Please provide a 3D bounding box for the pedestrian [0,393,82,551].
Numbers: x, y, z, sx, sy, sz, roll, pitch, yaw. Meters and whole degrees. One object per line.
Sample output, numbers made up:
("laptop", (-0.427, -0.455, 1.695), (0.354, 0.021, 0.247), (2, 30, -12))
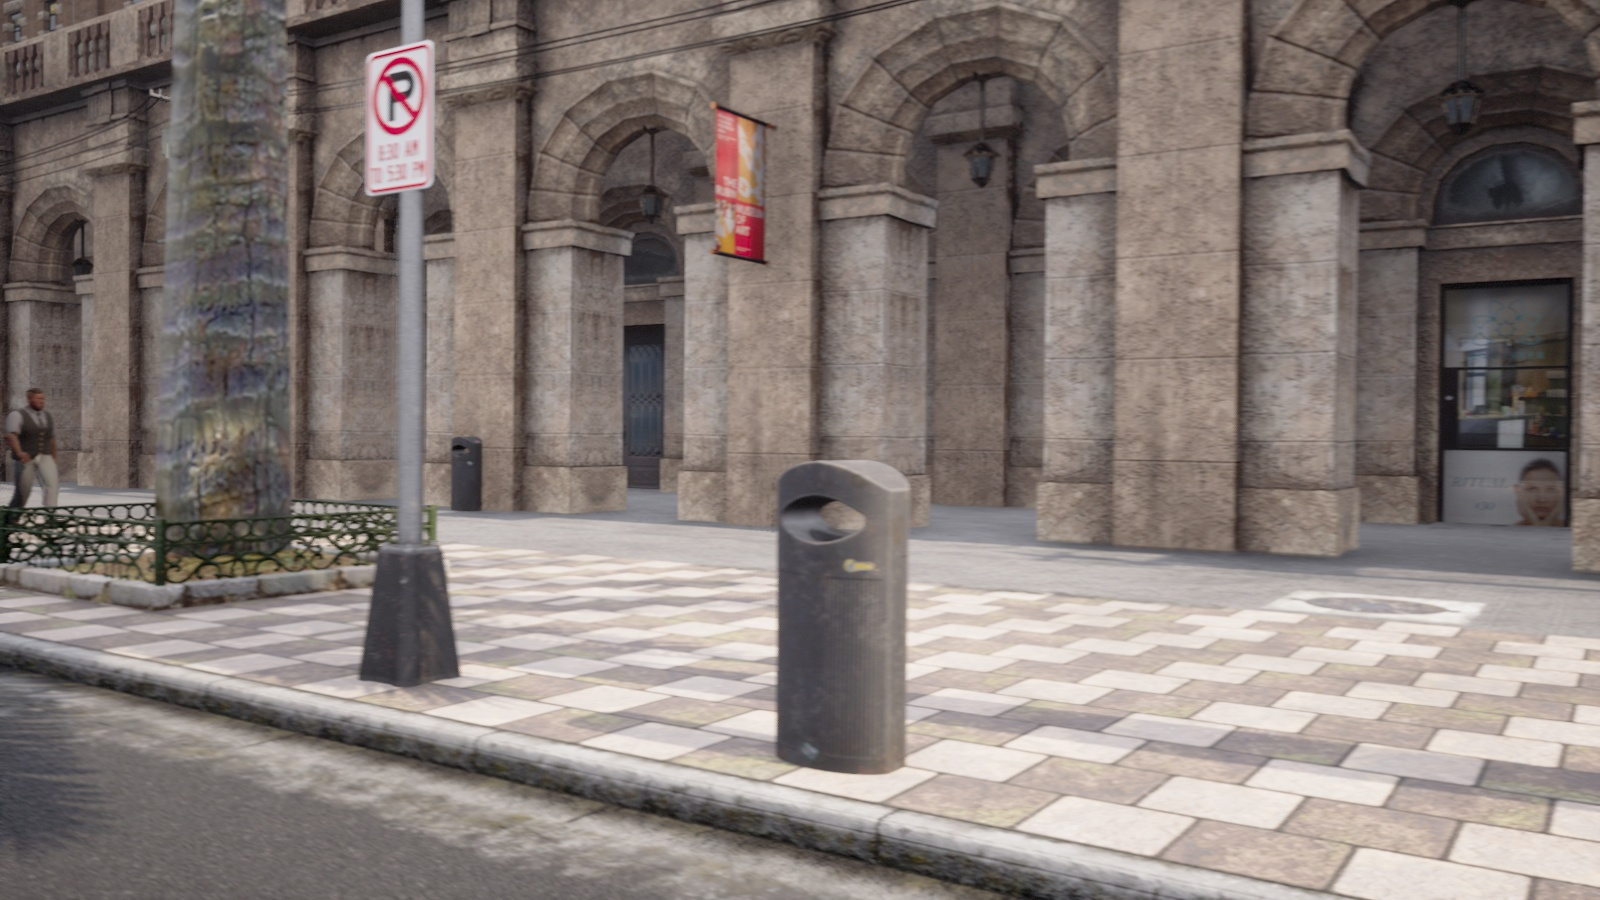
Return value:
("pedestrian", (-9.357, 0.263, 15.414), (0.849, 1.883, 0.563), (0, 1, 30))
